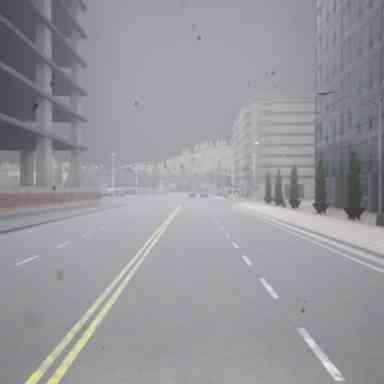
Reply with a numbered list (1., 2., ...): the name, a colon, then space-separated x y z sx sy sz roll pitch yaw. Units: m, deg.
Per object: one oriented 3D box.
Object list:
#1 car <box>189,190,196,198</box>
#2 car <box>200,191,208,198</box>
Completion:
1. car: 0.042 0.883 94.364 1.837 1.490 4.892 0 0 0
2. car: 3.542 0.860 94.303 1.882 1.535 5.008 0 0 0
